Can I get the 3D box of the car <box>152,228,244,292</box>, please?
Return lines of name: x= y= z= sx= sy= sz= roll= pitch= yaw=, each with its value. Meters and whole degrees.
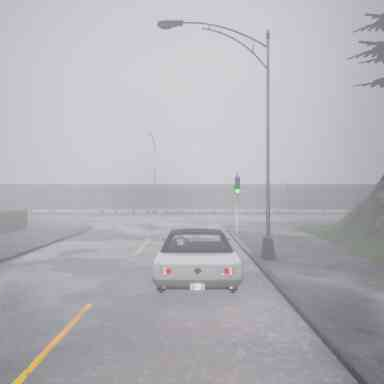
car: x=0.116 y=1.619 z=8.910 sx=1.895 sy=1.301 sz=4.718 roll=0 pitch=0 yaw=0
